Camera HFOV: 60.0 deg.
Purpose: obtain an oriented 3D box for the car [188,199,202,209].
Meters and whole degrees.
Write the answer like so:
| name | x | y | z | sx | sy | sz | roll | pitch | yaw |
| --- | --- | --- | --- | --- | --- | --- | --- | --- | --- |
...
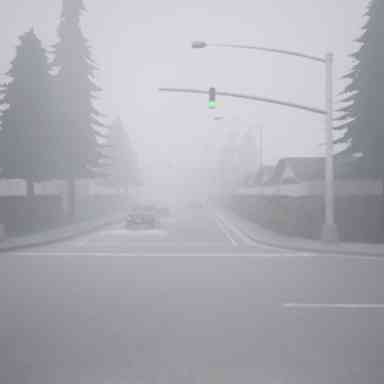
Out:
| name | x | y | z | sx | sy | sz | roll | pitch | yaw |
| --- | --- | --- | --- | --- | --- | --- | --- | --- | --- |
| car | 0.410 | 1.728 | 47.534 | 1.994 | 1.385 | 4.181 | 0 | 0 | -2 |

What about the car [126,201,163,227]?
| name | x | y | z | sx | sy | sz | roll | pitch | yaw |
| --- | --- | --- | --- | --- | --- | --- | --- | --- | --- |
| car | -3.364 | 1.600 | 23.446 | 1.837 | 1.490 | 4.892 | 0 | 0 | 1 |

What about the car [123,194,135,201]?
| name | x | y | z | sx | sy | sz | roll | pitch | yaw |
| --- | --- | --- | --- | --- | --- | --- | --- | --- | --- |
| car | -16.054 | 1.396 | 78.608 | 3.866 | 1.878 | 1.905 | 0 | 0 | 0 |

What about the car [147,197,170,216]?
| name | x | y | z | sx | sy | sz | roll | pitch | yaw |
| --- | --- | --- | --- | --- | --- | --- | --- | --- | --- |
| car | -3.264 | 1.607 | 33.888 | 1.882 | 1.535 | 5.008 | 0 | 0 | 1 |
